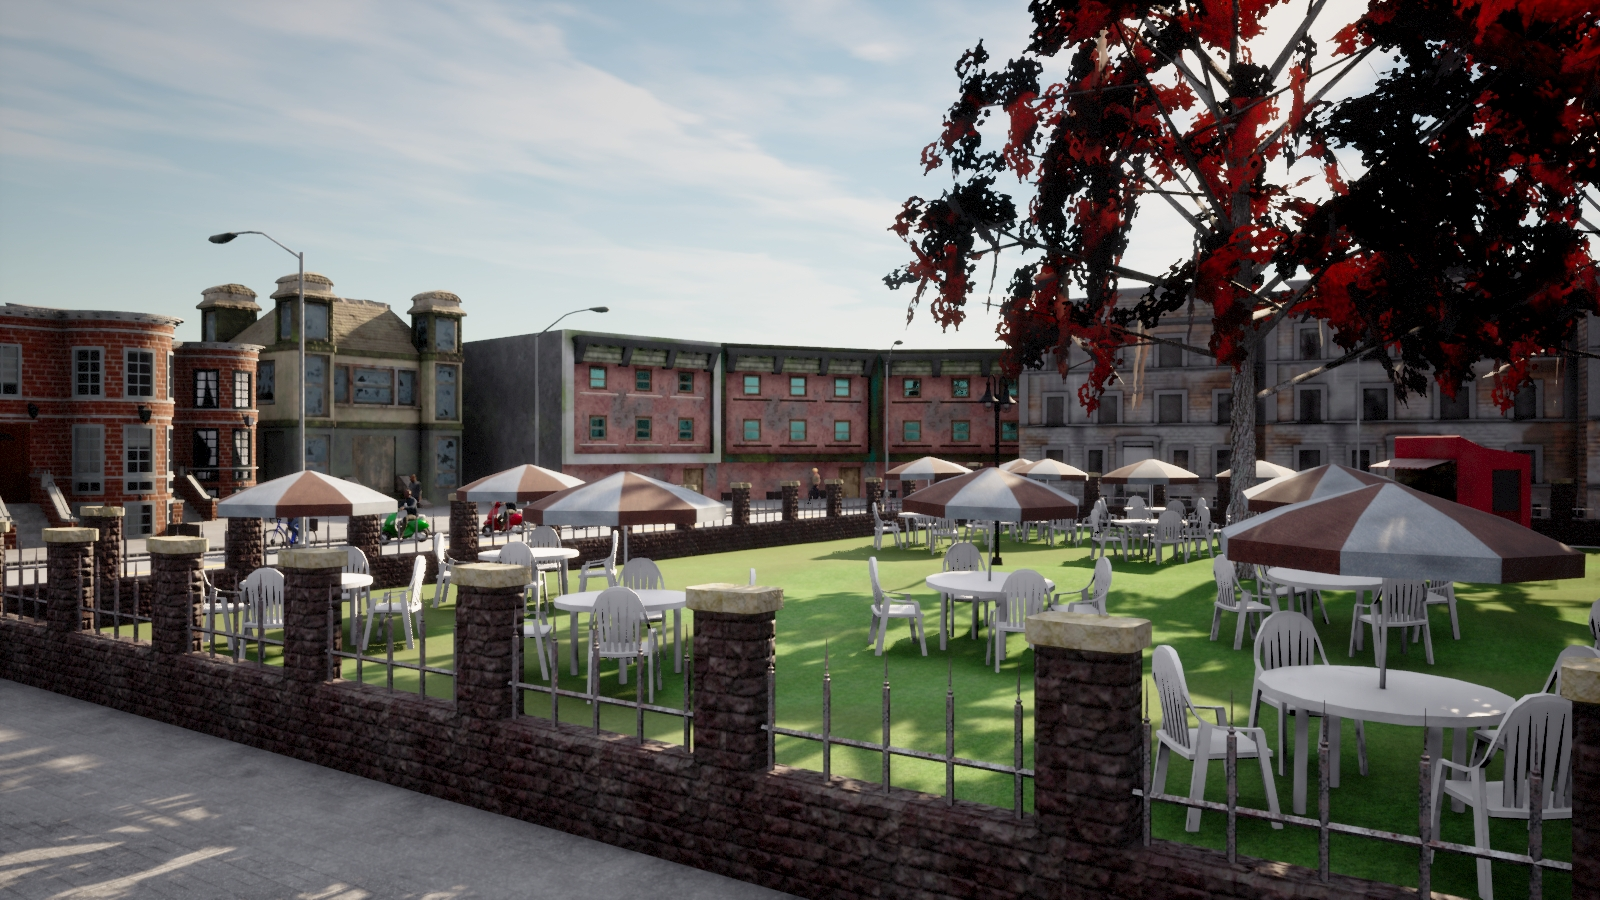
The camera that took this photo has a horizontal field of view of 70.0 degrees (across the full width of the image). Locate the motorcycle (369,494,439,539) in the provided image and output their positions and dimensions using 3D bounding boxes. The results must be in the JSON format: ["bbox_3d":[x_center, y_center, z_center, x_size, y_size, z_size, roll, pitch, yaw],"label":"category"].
[{"bbox_3d":[-11.759,1.950,33.969,0.856,1.236,1.805,0,0,35],"label":"motorcycle"}]

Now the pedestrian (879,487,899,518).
[{"bbox_3d":[3.210,1.894,41.238,0.500,1.100,0.500,0,0,-35],"label":"pedestrian"}]

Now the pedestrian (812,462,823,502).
[{"bbox_3d":[0.844,1.513,53.906,0.375,1.860,0.375,0,0,-37],"label":"pedestrian"}]

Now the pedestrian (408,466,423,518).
[{"bbox_3d":[-13.985,1.511,41.539,0.375,1.860,0.375,0,0,29],"label":"pedestrian"}]
